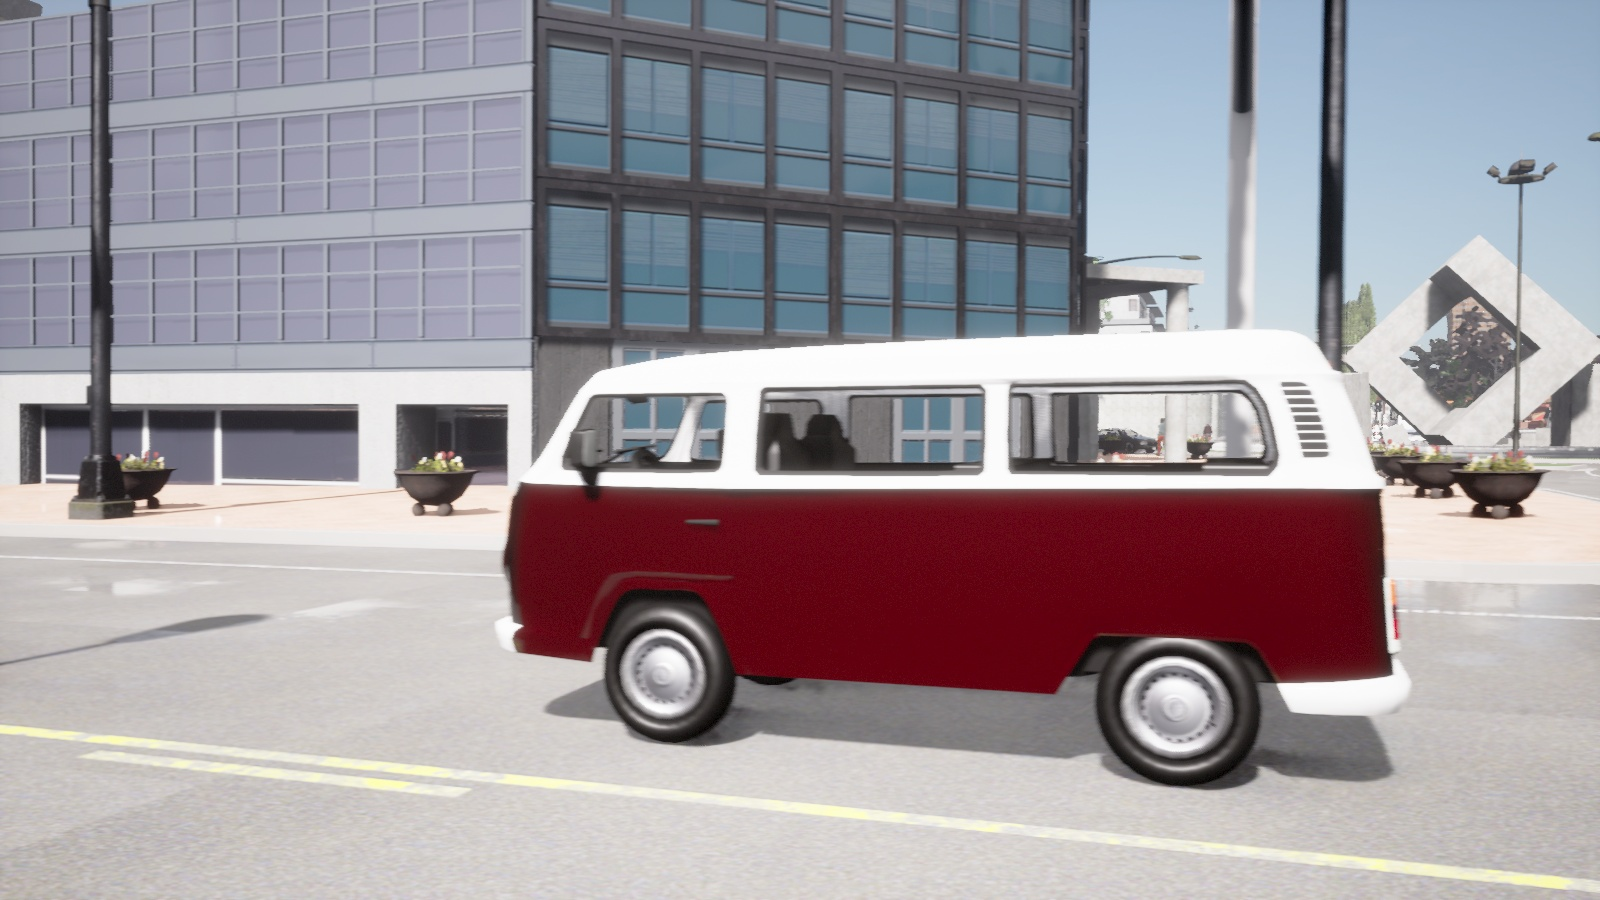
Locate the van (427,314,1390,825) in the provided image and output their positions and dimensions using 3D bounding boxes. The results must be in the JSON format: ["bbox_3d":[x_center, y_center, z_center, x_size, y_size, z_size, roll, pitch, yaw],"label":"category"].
[{"bbox_3d":[0.547,0.443,6.697,4.480,2.038,2.069,1,1,19],"label":"van"}]
